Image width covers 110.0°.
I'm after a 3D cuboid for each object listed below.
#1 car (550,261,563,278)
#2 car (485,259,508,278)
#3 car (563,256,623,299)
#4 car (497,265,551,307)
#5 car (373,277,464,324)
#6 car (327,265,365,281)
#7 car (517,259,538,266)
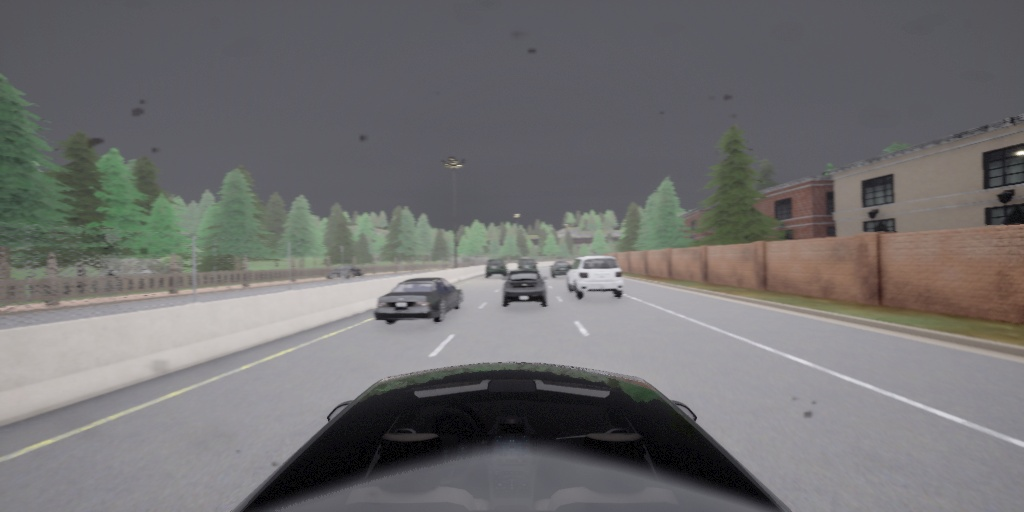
[{"bbox_3d":[5.110,1.331,37.653,2.097,1.767,4.553,-1,-1,3],"label":"car"},{"bbox_3d":[-1.741,1.394,40.909,2.150,2.045,5.566,-1,0,3],"label":"car"},{"bbox_3d":[4.196,1.041,18.848,2.150,2.045,5.566,-1,0,3],"label":"car"},{"bbox_3d":[0.582,1.385,16.410,1.837,1.490,4.892,-1,0,3],"label":"car"},{"bbox_3d":[-3.090,1.478,12.912,2.033,1.411,5.357,-1,-1,3],"label":"car"},{"bbox_3d":[-16.144,1.617,34.990,1.994,1.385,4.181,-1,-1,3],"label":"car"},{"bbox_3d":[1.701,1.302,39.679,2.150,2.045,5.566,-1,0,3],"label":"car"}]
